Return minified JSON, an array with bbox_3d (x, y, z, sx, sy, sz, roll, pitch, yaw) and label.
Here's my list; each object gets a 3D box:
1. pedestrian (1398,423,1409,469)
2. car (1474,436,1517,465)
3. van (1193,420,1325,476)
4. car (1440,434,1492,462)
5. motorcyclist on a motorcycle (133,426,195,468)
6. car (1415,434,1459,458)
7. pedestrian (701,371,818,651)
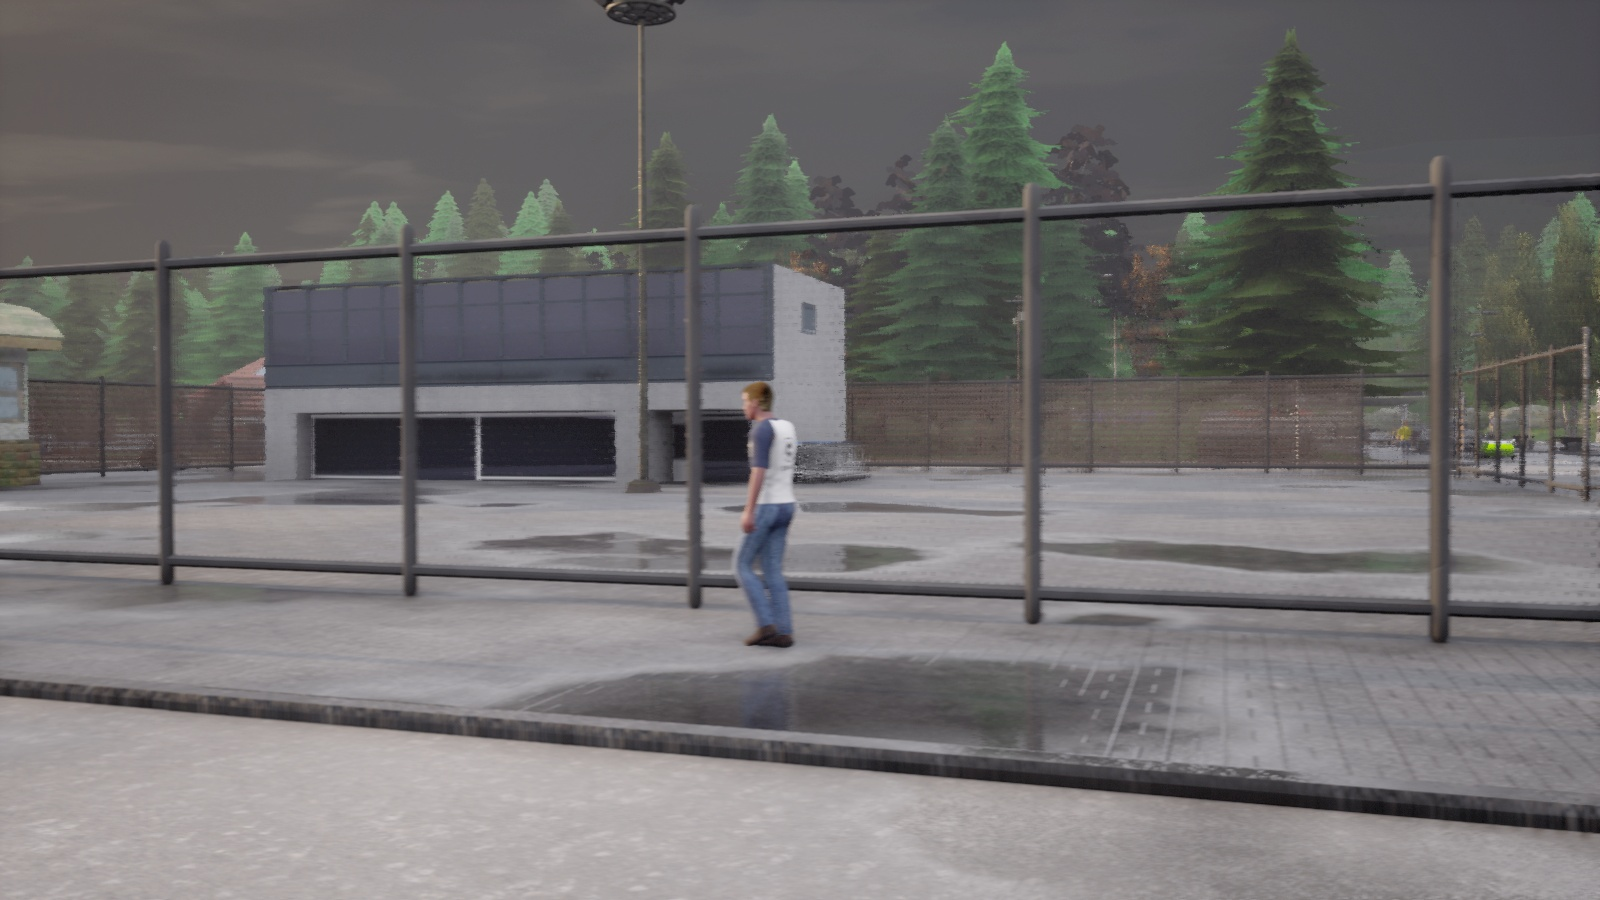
[{"bbox_3d":[24.142,-0.177,50.225,0.354,1.836,0.706,1,1,25],"label":"pedestrian"},{"bbox_3d":[34.620,0.011,62.525,1.481,1.376,2.207,1,1,19],"label":"car"},{"bbox_3d":[16.726,-0.093,45.898,4.442,1.987,1.775,1,1,19],"label":"van"},{"bbox_3d":[37.204,-0.153,70.255,1.837,1.490,4.892,1,1,19],"label":"car"},{"bbox_3d":[-25.760,-0.137,50.909,0.766,1.649,2.350,1,1,19],"label":"motorcyclist on a motorcycle"},{"bbox_3d":[40.415,-0.294,79.781,1.837,1.490,4.892,1,1,19],"label":"car"},{"bbox_3d":[-0.274,0.398,8.537,0.706,1.836,0.354,1,1,25],"label":"pedestrian"}]
